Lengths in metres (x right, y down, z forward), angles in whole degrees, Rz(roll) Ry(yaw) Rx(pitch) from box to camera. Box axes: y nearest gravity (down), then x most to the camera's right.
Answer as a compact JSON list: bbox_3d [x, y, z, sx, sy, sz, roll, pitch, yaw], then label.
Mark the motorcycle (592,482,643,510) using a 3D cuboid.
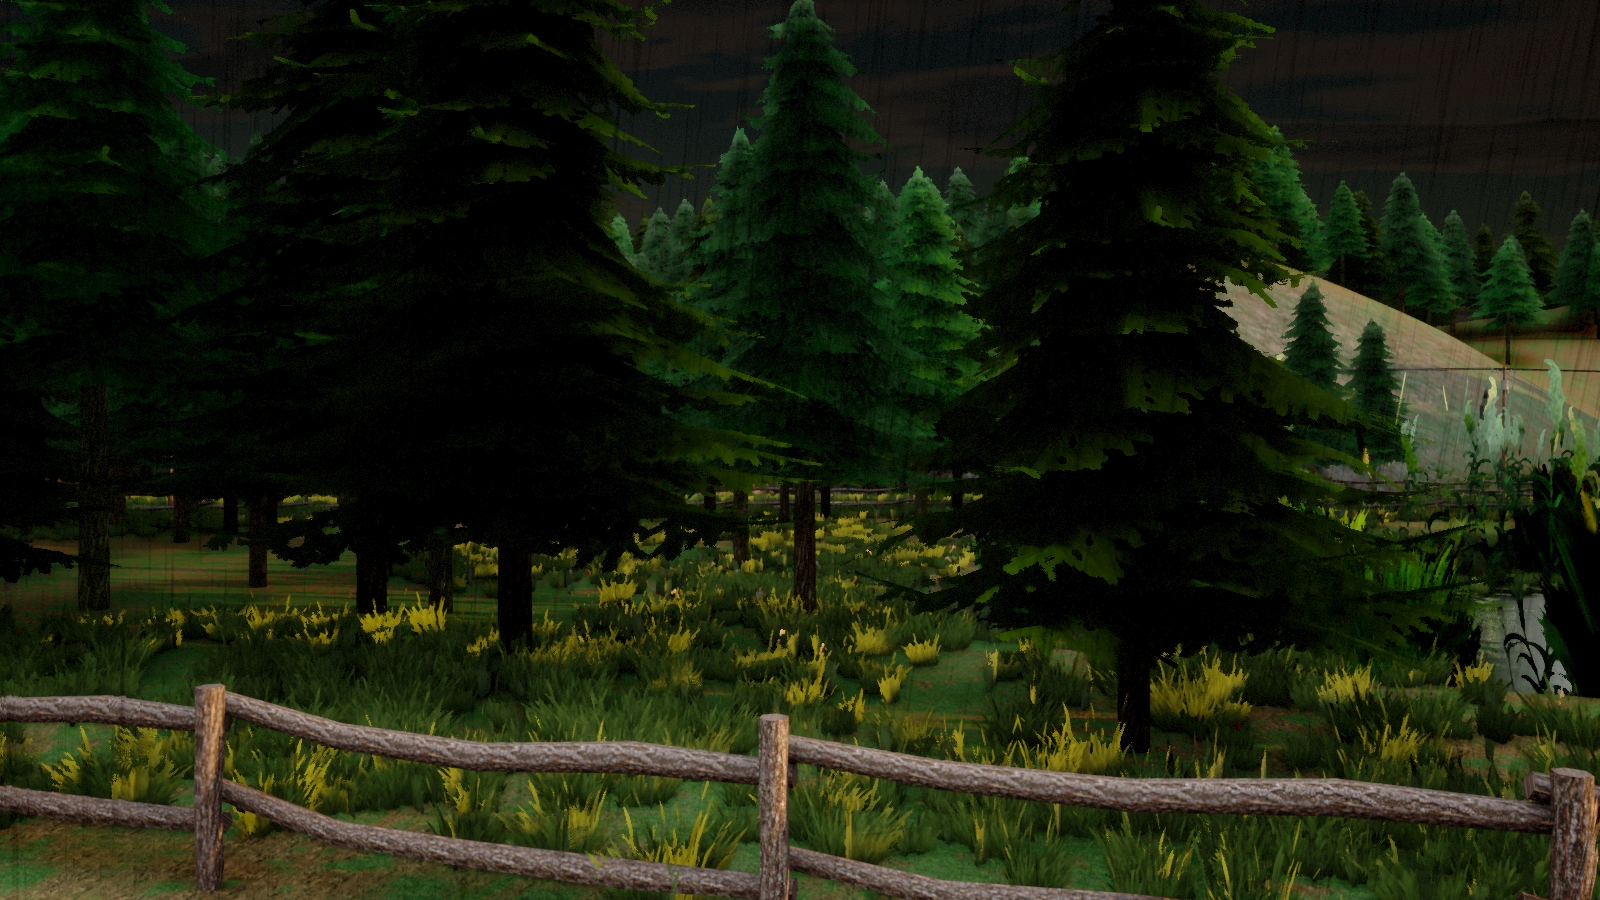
[{"bbox_3d":[-8.654,2.178,54.114,2.209,1.251,0.867,0,0,14],"label":"motorcycle"}]
